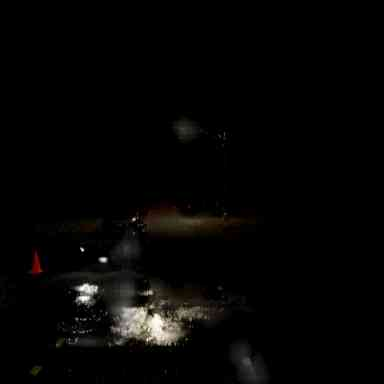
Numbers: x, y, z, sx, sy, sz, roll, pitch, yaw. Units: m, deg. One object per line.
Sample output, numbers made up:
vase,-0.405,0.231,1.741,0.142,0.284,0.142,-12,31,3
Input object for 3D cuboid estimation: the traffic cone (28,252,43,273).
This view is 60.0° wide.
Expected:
traffic cone,-4.603,2.054,9.814,0.340,0.580,0.340,0,0,-1

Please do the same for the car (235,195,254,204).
car,10.078,1.379,63.961,2.097,1.767,4.553,-1,1,38

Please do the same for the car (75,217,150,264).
car,-2.690,1.655,12.585,2.033,1.411,5.357,0,0,-1

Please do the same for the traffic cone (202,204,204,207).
traffic cone,1.794,2.150,54.957,0.340,0.580,0.340,0,0,27

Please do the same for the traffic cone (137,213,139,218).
traffic cone,-4.902,2.177,29.972,0.340,0.580,0.340,0,0,3

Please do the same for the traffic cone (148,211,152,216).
traffic cone,-4.443,2.203,35.164,0.340,0.580,0.340,0,0,8
